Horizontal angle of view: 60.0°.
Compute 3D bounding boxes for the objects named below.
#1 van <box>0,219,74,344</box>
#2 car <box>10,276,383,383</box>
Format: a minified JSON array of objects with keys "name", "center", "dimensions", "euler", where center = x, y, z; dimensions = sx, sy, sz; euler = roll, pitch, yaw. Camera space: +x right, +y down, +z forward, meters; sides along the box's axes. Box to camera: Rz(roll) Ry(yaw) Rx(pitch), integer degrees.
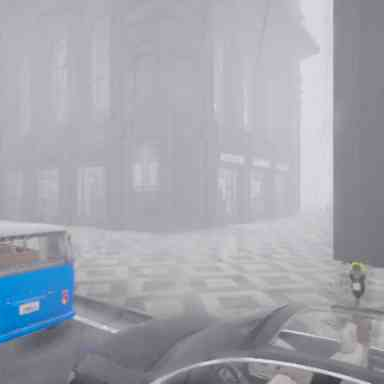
[{"name":"van","center":[-3.721,1.346,5.622],"dimensions":[3.998,1.788,1.690],"euler":[0,0,36]},{"name":"car","center":[0.851,1.552,2.357],"dimensions":[4.403,1.369,2.008],"euler":[0,0,36]}]
